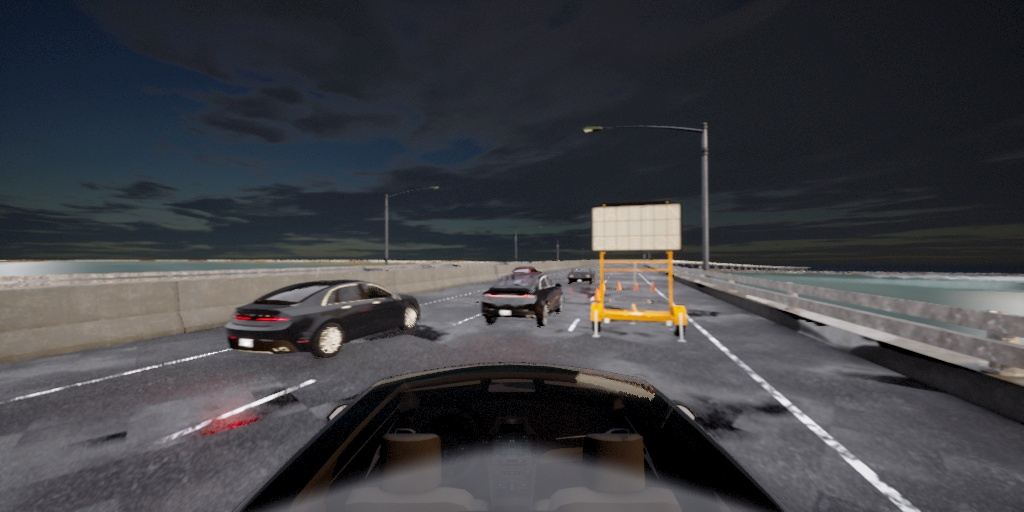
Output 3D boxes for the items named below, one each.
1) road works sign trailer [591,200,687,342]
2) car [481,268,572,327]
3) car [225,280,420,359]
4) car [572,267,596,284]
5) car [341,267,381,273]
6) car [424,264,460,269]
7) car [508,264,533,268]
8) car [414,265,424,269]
[{"bbox_3d":[3.504,0.278,10.186,2.380,3.560,2.880,0,0,17],"label":"road works sign trailer"},{"bbox_3d":[0.521,1.334,12.056,2.128,1.511,4.902,0,-1,17],"label":"car"},{"bbox_3d":[-4.111,1.336,8.805,1.837,1.490,4.892,0,-1,17],"label":"car"},{"bbox_3d":[5.819,1.580,29.420,1.895,1.301,4.718,0,-1,17],"label":"car"},{"bbox_3d":[-14.560,1.718,35.276,1.895,1.301,4.718,0,-1,17],"label":"car"},{"bbox_3d":[-6.692,1.606,37.017,1.837,1.490,4.892,0,-1,17],"label":"car"},{"bbox_3d":[0.974,1.490,25.574,1.812,1.442,4.674,0,-1,17],"label":"car"},{"bbox_3d":[-9.687,1.697,39.174,1.994,1.385,4.181,0,-1,17],"label":"car"}]
